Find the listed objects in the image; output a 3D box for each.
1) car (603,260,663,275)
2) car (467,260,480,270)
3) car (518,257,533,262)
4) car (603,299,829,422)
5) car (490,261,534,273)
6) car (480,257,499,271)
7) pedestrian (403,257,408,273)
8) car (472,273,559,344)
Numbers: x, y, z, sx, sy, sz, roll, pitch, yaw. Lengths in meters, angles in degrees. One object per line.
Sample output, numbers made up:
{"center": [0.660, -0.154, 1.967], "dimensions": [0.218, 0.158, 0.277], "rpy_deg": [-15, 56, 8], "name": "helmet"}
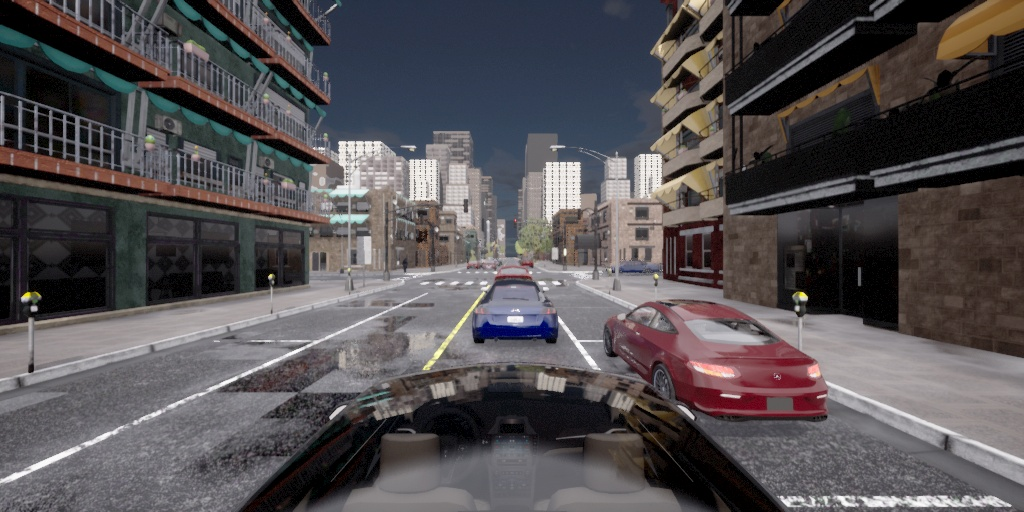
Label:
{"center": [12.090, 1.159, 36.598], "dimensions": [5.357, 1.411, 2.033], "rpy_deg": [-1, 0, -2], "name": "car"}
{"center": [-5.877, 1.331, 54.884], "dimensions": [1.888, 1.381, 4.507], "rpy_deg": [0, 0, 0], "name": "car"}
{"center": [2.581, 1.108, 60.421], "dimensions": [2.192, 1.841, 5.009], "rpy_deg": [0, 0, 0], "name": "car"}
{"center": [2.682, 1.333, 5.670], "dimensions": [1.802, 1.307, 4.207], "rpy_deg": [0, 0, 0], "name": "car"}
{"center": [0.067, 1.233, 18.610], "dimensions": [1.882, 1.535, 5.008], "rpy_deg": [0, 0, 0], "name": "car"}
{"center": [-3.178, 1.307, 51.372], "dimensions": [1.812, 1.442, 4.674], "rpy_deg": [0, 0, 0], "name": "car"}
{"center": [-12.587, 1.057, 42.130], "dimensions": [0.375, 1.860, 0.375], "rpy_deg": [0, 1, 0], "name": "pedestrian"}
{"center": [0.080, 1.316, 9.624], "dimensions": [1.994, 1.385, 4.181], "rpy_deg": [0, 0, 0], "name": "car"}
